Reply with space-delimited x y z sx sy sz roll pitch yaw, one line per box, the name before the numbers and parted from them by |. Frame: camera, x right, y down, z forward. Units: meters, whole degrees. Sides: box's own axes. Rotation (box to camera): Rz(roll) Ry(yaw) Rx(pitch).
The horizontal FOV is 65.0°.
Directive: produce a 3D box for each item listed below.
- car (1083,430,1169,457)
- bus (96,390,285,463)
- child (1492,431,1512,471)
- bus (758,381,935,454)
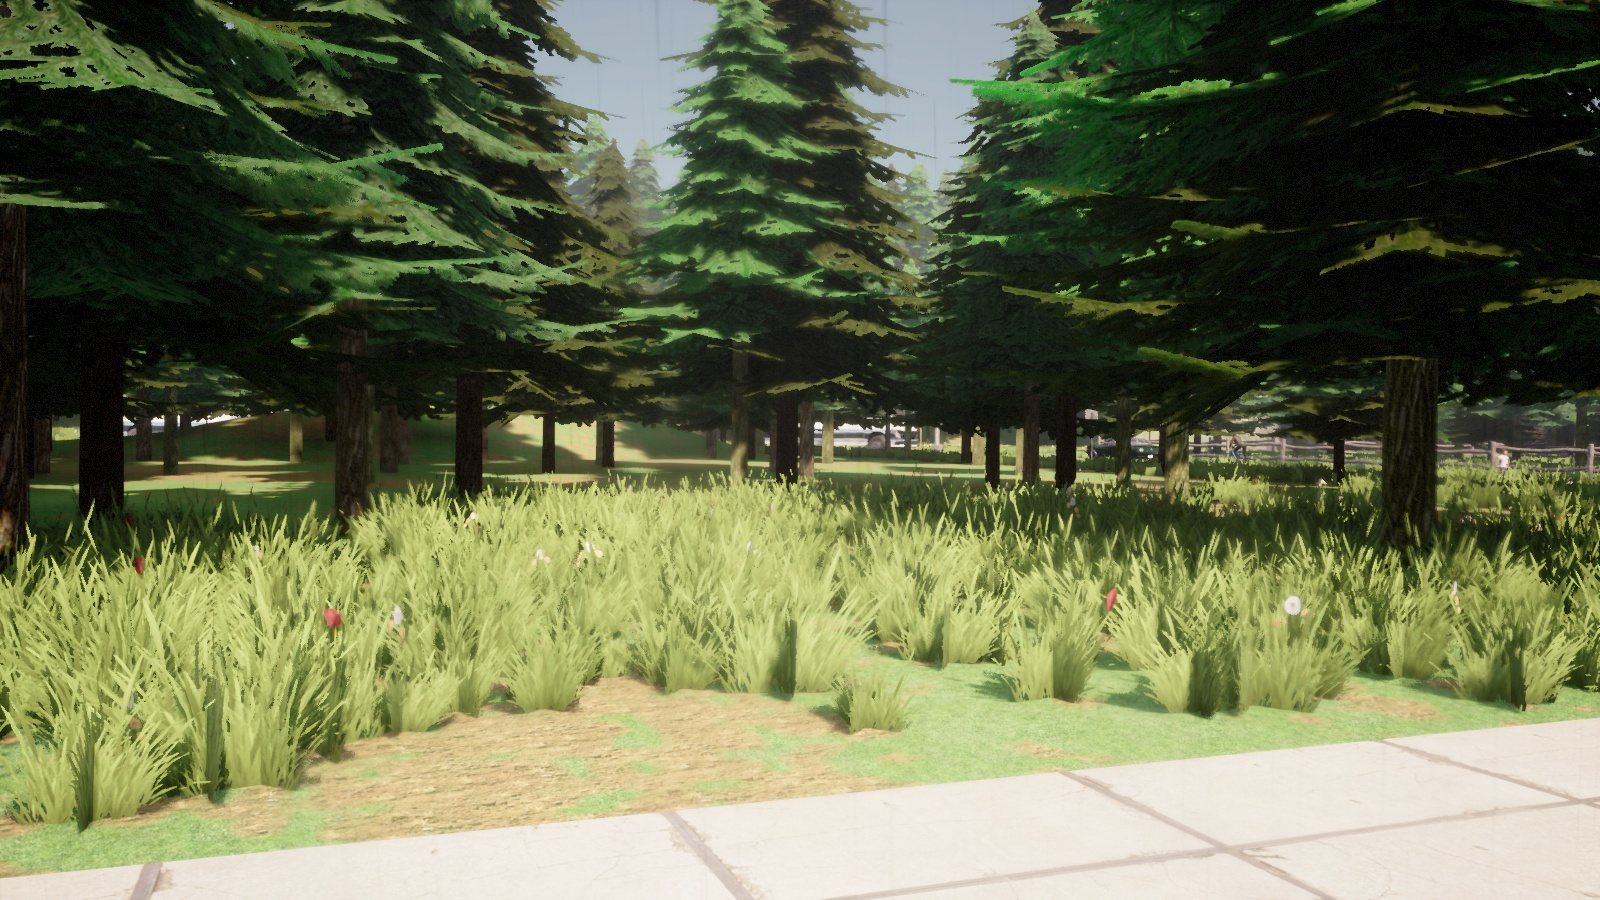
car | 16.733 -0.362 64.693 1.895 1.301 4.718 -1 1 -20
bus | -37.803 -1.466 78.025 10.273 4.253 3.944 -1 1 -30
child | 19.654 0.018 35.159 0.255 1.110 0.394 -1 1 -22
bus | 2.820 -1.899 77.896 10.273 4.253 3.944 0 0 30
